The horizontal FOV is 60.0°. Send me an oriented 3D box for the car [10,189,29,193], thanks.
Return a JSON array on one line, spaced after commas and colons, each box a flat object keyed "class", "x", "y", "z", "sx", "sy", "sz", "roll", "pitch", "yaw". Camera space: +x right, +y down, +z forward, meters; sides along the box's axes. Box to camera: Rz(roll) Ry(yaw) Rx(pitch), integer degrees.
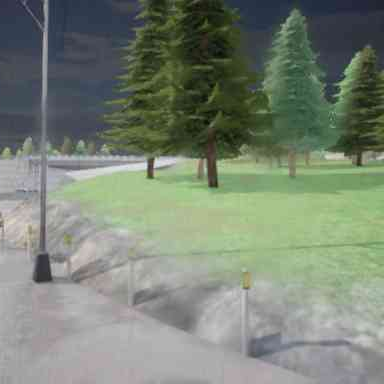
[{"class": "car", "x": -37.058, "y": 0.453, "z": 69.901, "sx": 1.994, "sy": 1.385, "sz": 4.181, "roll": 1, "pitch": 0, "yaw": 7}]
